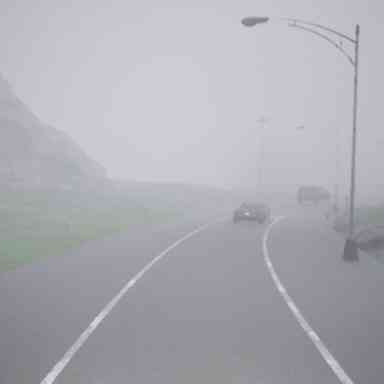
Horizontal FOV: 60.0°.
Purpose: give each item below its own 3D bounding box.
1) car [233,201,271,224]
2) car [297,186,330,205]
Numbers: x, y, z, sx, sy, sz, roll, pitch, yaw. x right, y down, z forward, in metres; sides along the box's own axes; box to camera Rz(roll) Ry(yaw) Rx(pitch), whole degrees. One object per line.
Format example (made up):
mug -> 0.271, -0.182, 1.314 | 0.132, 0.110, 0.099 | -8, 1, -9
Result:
car -> 4.046, 1.256, 22.128 | 1.994, 1.385, 4.181 | 1, 2, 20
car -> 14.117, 0.308, 38.544 | 2.150, 2.045, 5.566 | 3, 4, 42
